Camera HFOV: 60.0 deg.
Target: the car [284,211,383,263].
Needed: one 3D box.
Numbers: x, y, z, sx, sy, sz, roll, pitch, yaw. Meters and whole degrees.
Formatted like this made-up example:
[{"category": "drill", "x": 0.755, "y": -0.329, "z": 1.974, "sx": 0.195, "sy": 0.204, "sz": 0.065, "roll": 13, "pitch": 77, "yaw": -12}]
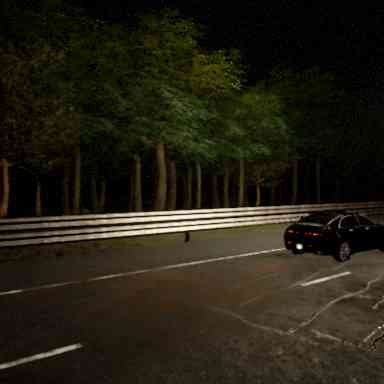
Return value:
[{"category": "car", "x": 5.343, "y": 1.446, "z": 11.868, "sx": 4.892, "sy": 1.490, "sz": 1.837, "roll": 0, "pitch": 0, "yaw": -36}]
